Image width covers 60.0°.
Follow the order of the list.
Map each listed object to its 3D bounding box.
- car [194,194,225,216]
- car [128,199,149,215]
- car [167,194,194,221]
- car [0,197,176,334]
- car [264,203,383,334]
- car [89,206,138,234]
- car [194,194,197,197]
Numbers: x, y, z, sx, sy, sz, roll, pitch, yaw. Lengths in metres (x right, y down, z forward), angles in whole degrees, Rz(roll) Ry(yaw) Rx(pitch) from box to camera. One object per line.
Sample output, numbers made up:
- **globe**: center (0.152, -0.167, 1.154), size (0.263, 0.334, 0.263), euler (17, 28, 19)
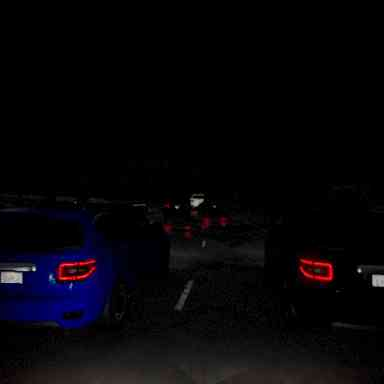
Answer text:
- **car**: center (1.831, 1.397, 32.893), size (2.097, 1.767, 4.553), euler (0, 0, -7)
- **car**: center (-5.771, 1.557, 36.200), size (2.128, 1.511, 4.902), euler (0, 0, -8)
- **car**: center (-1.318, 1.266, 28.013), size (2.150, 2.045, 5.566), euler (0, 0, -3)
- **car**: center (-2.004, 1.236, 7.066), size (2.150, 2.045, 5.566), euler (0, 0, 8)
- **car**: center (2.791, 1.229, 6.891), size (2.150, 2.045, 5.566), euler (0, 0, 7)
- **car**: center (-4.626, 1.603, 20.221), size (1.994, 1.385, 4.181), euler (0, 0, 1)
- **car**: center (0.336, 1.285, 43.115), size (2.150, 2.045, 5.566), euler (0, 0, -13)
